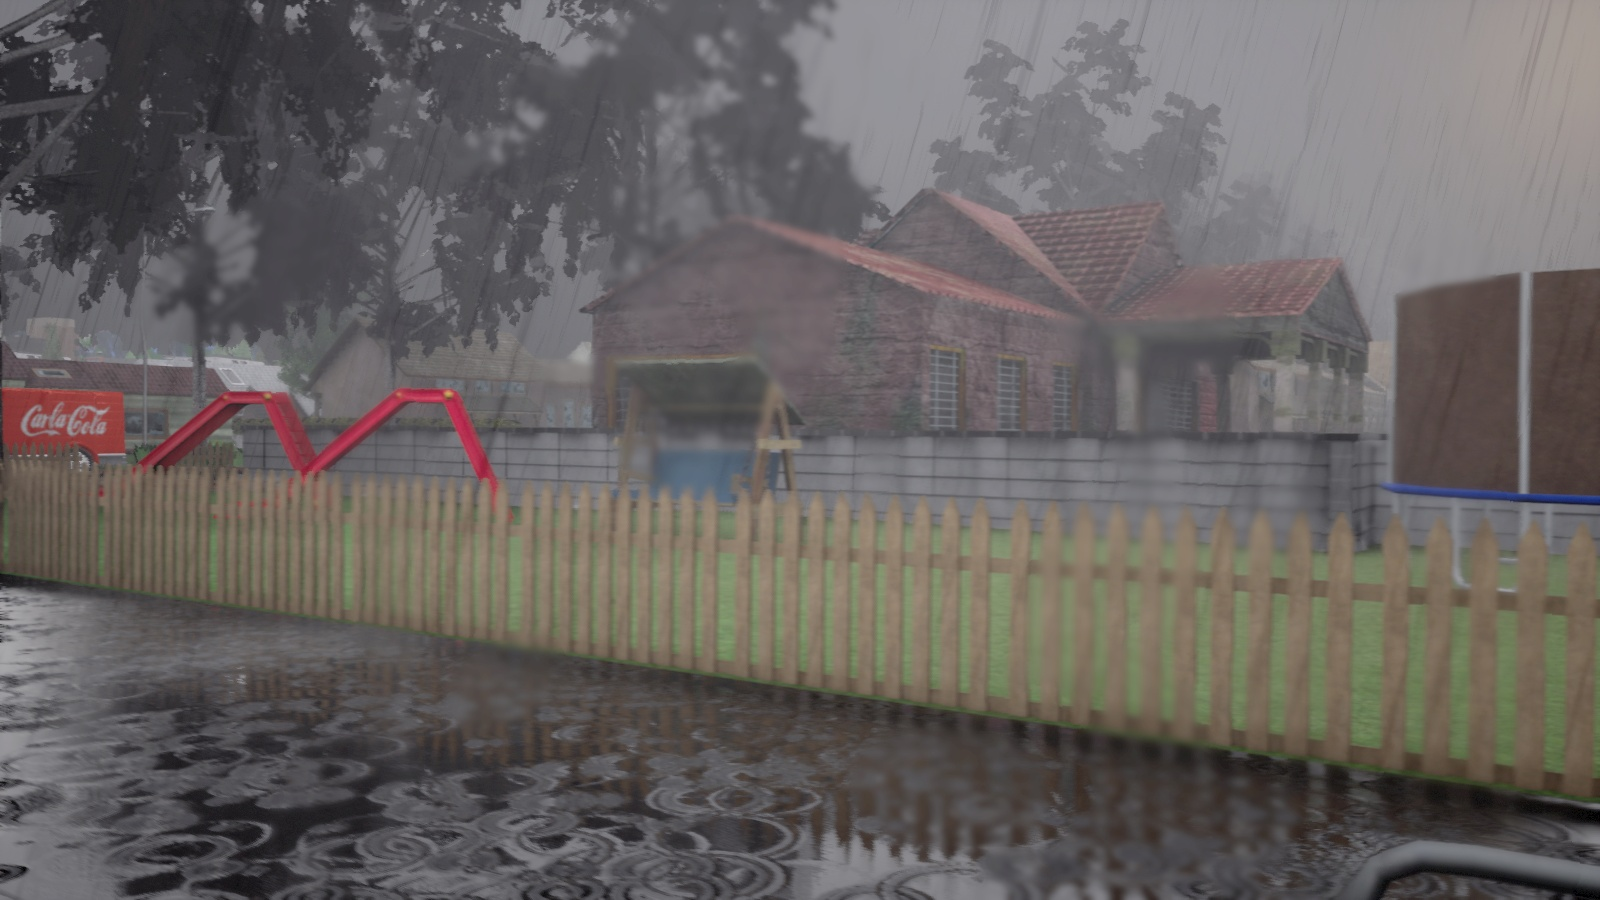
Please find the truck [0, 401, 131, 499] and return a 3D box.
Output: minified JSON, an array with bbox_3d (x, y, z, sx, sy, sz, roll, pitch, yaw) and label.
[{"bbox_3d":[-20.760,-0.014,32.711,2.627,2.467,5.204,0,1,34],"label":"truck"}]
